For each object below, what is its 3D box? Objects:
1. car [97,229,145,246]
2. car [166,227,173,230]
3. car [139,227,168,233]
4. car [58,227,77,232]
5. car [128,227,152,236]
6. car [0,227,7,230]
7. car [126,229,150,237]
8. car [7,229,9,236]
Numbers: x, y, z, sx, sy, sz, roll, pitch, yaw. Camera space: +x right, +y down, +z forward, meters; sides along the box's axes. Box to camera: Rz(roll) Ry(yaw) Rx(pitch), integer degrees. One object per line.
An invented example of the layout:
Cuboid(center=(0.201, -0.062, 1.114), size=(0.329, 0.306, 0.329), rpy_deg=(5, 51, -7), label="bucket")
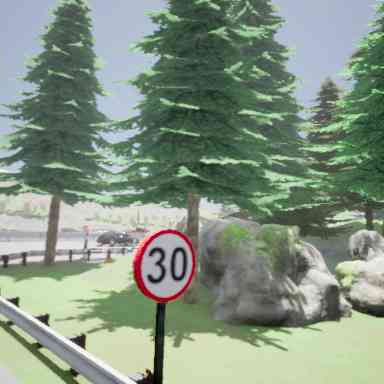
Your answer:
Cuboid(center=(-8.103, 5.179, 36.830), size=(4.892, 1.490, 1.837), rpy_deg=(8, -8, -44), label="car")
Cuboid(center=(-5.961, 7.738, 63.711), size=(5.566, 2.045, 2.150), rpy_deg=(8, -8, -44), label="car")
Cuboid(center=(-7.162, 7.324, 57.635), size=(5.008, 1.535, 1.882), rpy_deg=(8, -8, -44), label="car")
Cuboid(center=(-22.131, 6.835, 57.630), size=(4.181, 1.385, 1.994), rpy_deg=(8, -8, -44), label="car")
Cuboid(center=(-10.734, 8.201, 68.721), size=(4.553, 1.767, 2.097), rpy_deg=(8, -8, -44), label="car")
Cuboid(center=(-25.337, 4.839, 39.754), size=(4.674, 1.442, 1.812), rpy_deg=(8, -8, -44), label="car")
Cuboid(center=(-10.376, 7.965, 64.237), size=(4.181, 1.385, 1.994), rpy_deg=(8, -8, -44), label="car")
Cuboid(center=(-25.973, 5.331, 44.048), size=(4.718, 1.301, 1.895), rpy_deg=(8, -8, -44), label="car")
